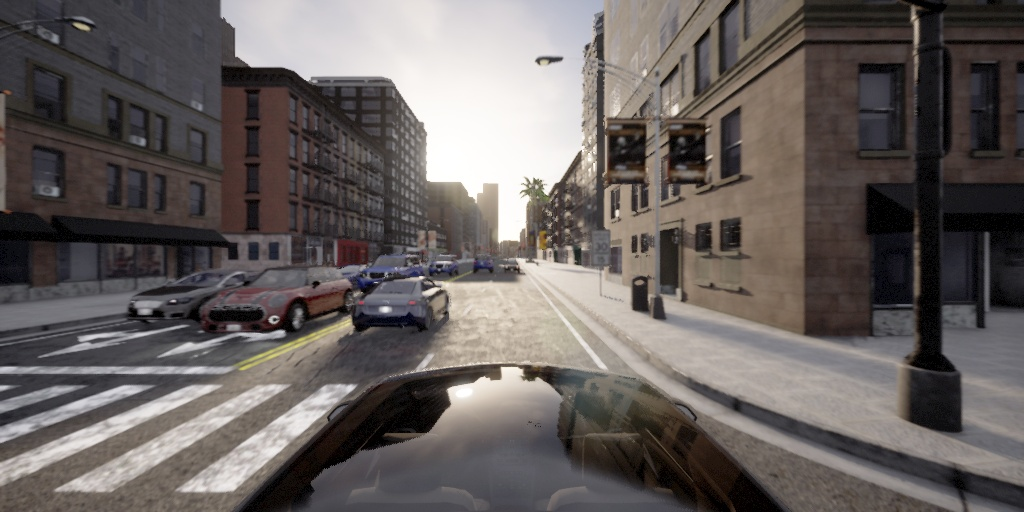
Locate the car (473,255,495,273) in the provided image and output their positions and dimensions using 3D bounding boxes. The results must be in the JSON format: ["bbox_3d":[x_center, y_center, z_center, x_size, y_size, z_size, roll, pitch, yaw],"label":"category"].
[{"bbox_3d":[-3.248,0.885,41.484,2.150,2.045,5.566,0,0,0],"label":"car"}]

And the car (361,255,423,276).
[{"bbox_3d":[-6.579,0.938,20.227,2.150,2.045,5.566,0,0,1],"label":"car"}]

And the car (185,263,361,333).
[{"bbox_3d":[-6.557,1.088,10.656,2.097,1.767,4.553,0,0,-1],"label":"car"}]

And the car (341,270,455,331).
[{"bbox_3d":[-3.149,1.299,10.932,1.994,1.385,4.181,0,0,0],"label":"car"}]

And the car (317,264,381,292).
[{"bbox_3d":[-9.830,1.239,22.049,1.812,1.442,4.674,0,0,0],"label":"car"}]

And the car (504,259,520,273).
[{"bbox_3d":[0.002,1.263,41.902,1.895,1.301,4.718,0,0,0],"label":"car"}]

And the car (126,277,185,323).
[{"bbox_3d":[-9.843,1.225,12.054,2.128,1.511,4.902,0,0,0],"label":"car"}]

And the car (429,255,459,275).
[{"bbox_3d":[-6.559,0.902,35.139,2.150,2.045,5.566,0,0,0],"label":"car"}]
